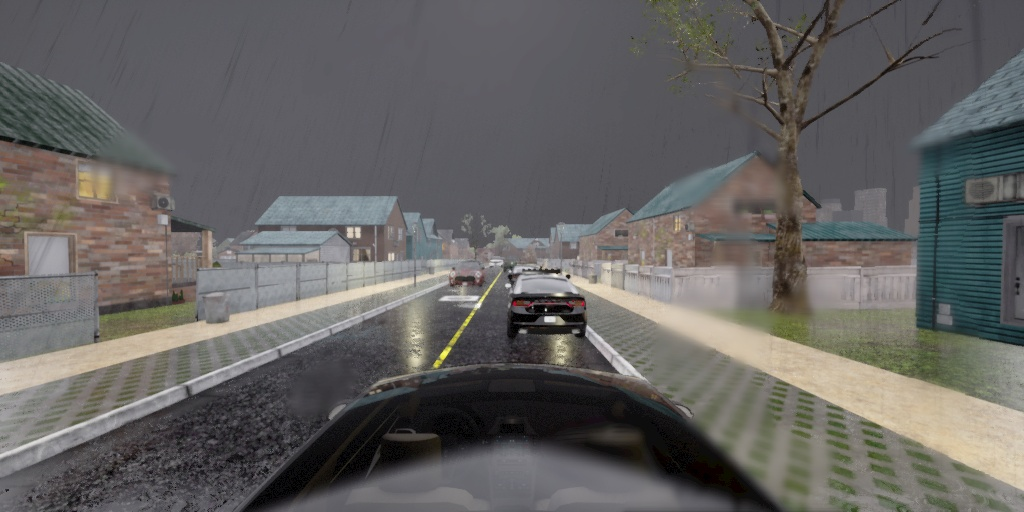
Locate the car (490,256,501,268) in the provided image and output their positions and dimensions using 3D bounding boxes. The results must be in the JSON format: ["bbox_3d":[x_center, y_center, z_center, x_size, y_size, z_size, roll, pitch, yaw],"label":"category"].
[{"bbox_3d":[-2.801,1.083,63.992,2.150,2.045,5.566,0,0,1],"label":"car"}]

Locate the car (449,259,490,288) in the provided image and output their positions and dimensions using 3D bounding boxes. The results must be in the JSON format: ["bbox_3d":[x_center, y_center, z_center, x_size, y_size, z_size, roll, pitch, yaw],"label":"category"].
[{"bbox_3d":[-2.845,1.112,23.886,2.097,1.767,4.553,0,0,0],"label":"car"}]

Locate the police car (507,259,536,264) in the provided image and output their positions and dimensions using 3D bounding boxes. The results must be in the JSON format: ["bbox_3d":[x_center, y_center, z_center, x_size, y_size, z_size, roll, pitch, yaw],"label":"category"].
[{"bbox_3d":[0.828,1.181,20.370,1.930,1.638,5.238,0,0,0],"label":"police car"}]

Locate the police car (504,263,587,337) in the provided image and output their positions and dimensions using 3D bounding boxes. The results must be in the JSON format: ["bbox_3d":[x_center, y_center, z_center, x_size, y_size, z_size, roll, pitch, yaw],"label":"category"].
[{"bbox_3d":[0.827,1.174,10.368,1.930,1.638,5.238,0,0,0],"label":"police car"}]

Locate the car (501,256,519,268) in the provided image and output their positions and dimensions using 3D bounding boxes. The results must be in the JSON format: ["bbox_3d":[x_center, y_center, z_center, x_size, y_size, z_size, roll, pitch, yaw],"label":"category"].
[{"bbox_3d":[0.029,1.026,47.016,2.150,2.045,5.566,0,0,0],"label":"car"}]
